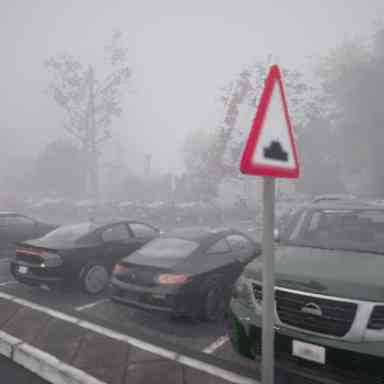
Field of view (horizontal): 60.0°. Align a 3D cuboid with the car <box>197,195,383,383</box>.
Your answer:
[{"bbox_3d":[2.679,1.153,5.403,2.435,2.045,5.566,0,0,35],"label":"car"}]

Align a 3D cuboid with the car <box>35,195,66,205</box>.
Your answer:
[{"bbox_3d":[-11.142,1.334,30.389,2.097,1.535,5.008,0,0,35],"label":"car"}]

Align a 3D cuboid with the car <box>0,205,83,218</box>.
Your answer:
[{"bbox_3d":[-6.579,1.420,11.889,2.002,1.452,4.674,0,0,35],"label":"car"}]

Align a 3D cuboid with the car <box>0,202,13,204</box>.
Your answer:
[{"bbox_3d":[-11.230,1.392,15.100,2.163,1.488,4.792,0,0,35],"label":"car"}]

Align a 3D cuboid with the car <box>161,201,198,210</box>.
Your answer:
[{"bbox_3d":[0.543,1.379,22.244,2.231,1.521,4.892,0,0,35],"label":"car"}]

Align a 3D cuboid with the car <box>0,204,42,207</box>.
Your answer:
[{"bbox_3d":[-8.894,1.411,13.510,2.002,1.452,4.674,0,0,35],"label":"car"}]

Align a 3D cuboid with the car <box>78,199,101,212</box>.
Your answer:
[{"bbox_3d":[-6.388,1.382,27.116,2.163,1.488,4.792,0,0,35],"label":"car"}]

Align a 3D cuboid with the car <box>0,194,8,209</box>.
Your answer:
[{"bbox_3d":[-25.052,1.157,40.059,2.185,1.767,4.553,0,0,35],"label":"car"}]

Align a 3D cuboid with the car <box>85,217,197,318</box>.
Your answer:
[{"bbox_3d":[0.376,1.440,7.040,2.002,1.452,4.674,0,0,35],"label":"car"}]

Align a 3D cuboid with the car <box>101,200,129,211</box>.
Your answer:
[{"bbox_3d":[-4.091,1.361,25.473,2.097,1.535,5.008,0,0,35],"label":"car"}]

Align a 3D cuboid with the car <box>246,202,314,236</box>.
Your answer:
[{"bbox_3d":[5.183,1.394,19.027,2.231,1.521,4.892,0,0,35],"label":"car"}]

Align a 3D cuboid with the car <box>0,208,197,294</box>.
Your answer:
[{"bbox_3d":[-1.945,1.394,8.655,2.097,1.535,5.008,0,0,35],"label":"car"}]

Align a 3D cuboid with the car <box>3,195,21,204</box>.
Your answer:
[{"bbox_3d":[-15.768,1.317,33.627,2.097,1.535,5.008,0,0,35],"label":"car"}]

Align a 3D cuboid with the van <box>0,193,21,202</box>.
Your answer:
[{"bbox_3d":[-17.917,1.083,35.260,1.878,1.987,4.442,0,0,35],"label":"van"}]

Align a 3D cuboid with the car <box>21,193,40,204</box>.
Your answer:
[{"bbox_3d":[-13.437,1.200,32.033,2.185,1.767,4.553,0,0,35],"label":"car"}]

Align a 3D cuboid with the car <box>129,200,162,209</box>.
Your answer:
[{"bbox_3d":[-1.774,1.369,23.858,2.097,1.535,5.008,0,0,35],"label":"car"}]

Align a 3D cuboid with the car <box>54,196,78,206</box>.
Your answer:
[{"bbox_3d":[-8.820,1.343,28.782,2.097,1.535,5.008,0,0,35],"label":"car"}]
